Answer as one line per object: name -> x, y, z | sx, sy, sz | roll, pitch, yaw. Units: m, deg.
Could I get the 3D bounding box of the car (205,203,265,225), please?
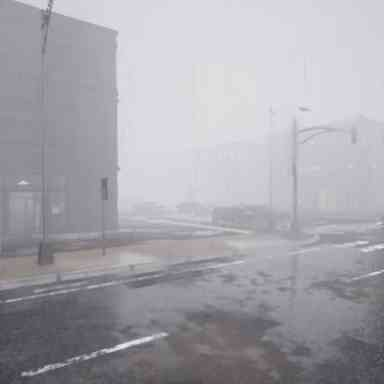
car -> 3.335, 1.801, 26.463 | 1.947, 1.339, 4.313 | -2, 0, -35

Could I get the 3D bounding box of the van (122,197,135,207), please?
van -> -10.626, 1.887, 60.739 | 1.690, 1.788, 3.998 | -2, 0, -35

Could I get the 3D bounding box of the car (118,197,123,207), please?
car -> -13.836, 1.919, 65.249 | 2.192, 1.841, 5.009 | -2, 0, -35

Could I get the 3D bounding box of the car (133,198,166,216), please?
car -> -4.614, 1.832, 37.839 | 1.967, 1.590, 4.097 | -2, 0, -35

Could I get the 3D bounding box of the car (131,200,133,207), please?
car -> -5.886, 2.031, 44.123 | 1.895, 1.301, 4.718 | -1, 0, -36

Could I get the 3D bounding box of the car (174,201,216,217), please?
car -> 0.019, 1.820, 35.816 | 1.837, 1.490, 4.892 | -1, 0, -36

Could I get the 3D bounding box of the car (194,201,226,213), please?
car -> 2.216, 1.885, 42.700 | 1.802, 1.307, 4.206 | -2, 0, -35

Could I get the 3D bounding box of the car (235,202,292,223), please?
car -> 5.702, 1.751, 27.828 | 2.033, 1.411, 5.357 | -1, 0, -35

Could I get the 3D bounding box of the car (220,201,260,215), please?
car -> 5.424, 1.791, 38.190 | 2.008, 1.369, 4.403 | -2, 0, -35

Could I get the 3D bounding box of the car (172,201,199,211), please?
car -> -0.992, 1.946, 47.210 | 1.802, 1.307, 4.206 | -2, 0, -35

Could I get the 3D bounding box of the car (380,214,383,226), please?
car -> 13.912, 1.521, 20.393 | 1.812, 1.442, 4.674 | 0, -1, -16
